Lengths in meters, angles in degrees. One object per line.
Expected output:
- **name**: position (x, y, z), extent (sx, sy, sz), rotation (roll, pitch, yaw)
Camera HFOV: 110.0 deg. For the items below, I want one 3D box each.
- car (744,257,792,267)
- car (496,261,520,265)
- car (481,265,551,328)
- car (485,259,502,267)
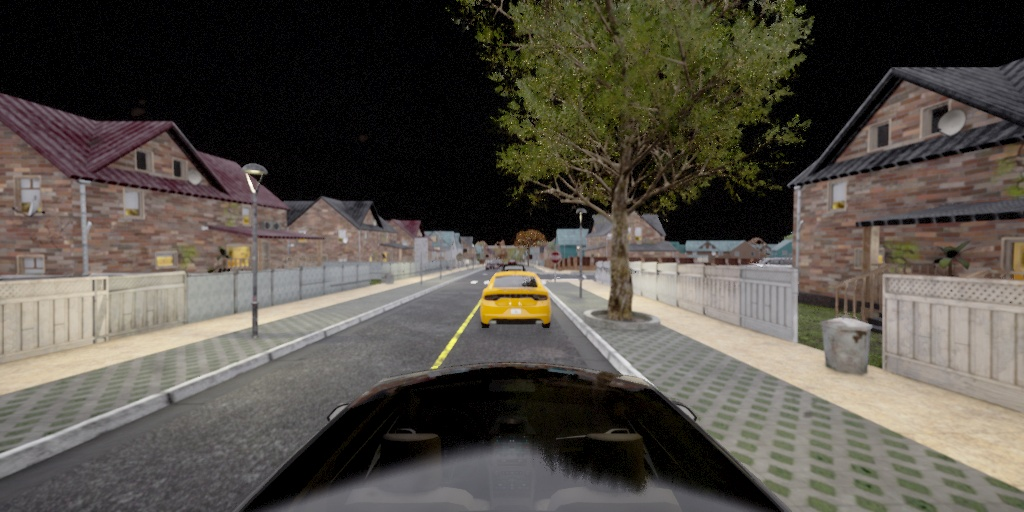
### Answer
- **car**: position (23.549, 1.134, 32.339), extent (5.566, 2.045, 2.150), rotation (1, 2, 14)
- **car**: position (0.112, 1.260, 23.435), extent (1.837, 1.490, 4.892), rotation (0, 0, 0)
- **car**: position (0.103, 1.220, 11.378), extent (1.882, 1.535, 5.008), rotation (0, 0, 0)
- **car**: position (-2.795, 1.420, 52.024), extent (1.994, 1.385, 4.181), rotation (0, 0, 0)
